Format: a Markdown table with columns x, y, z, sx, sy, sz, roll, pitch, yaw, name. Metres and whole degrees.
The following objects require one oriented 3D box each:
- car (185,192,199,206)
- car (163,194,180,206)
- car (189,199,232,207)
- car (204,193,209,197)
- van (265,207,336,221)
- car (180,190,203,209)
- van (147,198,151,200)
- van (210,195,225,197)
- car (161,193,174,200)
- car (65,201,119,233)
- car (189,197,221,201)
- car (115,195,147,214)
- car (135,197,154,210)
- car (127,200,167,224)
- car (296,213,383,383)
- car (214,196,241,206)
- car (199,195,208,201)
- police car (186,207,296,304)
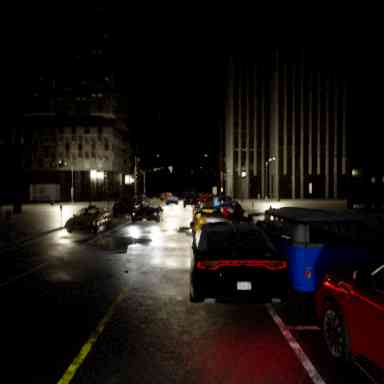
| x | y | z | sx | sy | sz | roll | pitch | yaw | name |
| --- | --- | --- | --- | --- | --- | --- | --- | --- | --- |
| -0.053 | 1.054 | 53.592 | 2.150 | 2.045 | 5.566 | 0 | 0 | 0 | car |
| -3.052 | 1.434 | 52.137 | 1.895 | 1.301 | 4.718 | 0 | 0 | 0 | car |
| 0.881 | 1.392 | 18.359 | 1.801 | 1.575 | 5.366 | 0 | 0 | 0 | car |
| 2.725 | 1.192 | 35.856 | 2.192 | 1.841 | 5.009 | 0 | 0 | 0 | car |
| 2.758 | 1.312 | 8.229 | 1.690 | 1.788 | 3.998 | 0 | 0 | 0 | van |
| -0.042 | 1.076 | 42.856 | 2.150 | 2.045 | 5.566 | 0 | 0 | 0 | car |
| -5.805 | 1.218 | 35.861 | 1.690 | 1.788 | 3.998 | 0 | 0 | 0 | van |
| 2.732 | 1.236 | 30.330 | 1.690 | 1.788 | 3.998 | 0 | 0 | 0 | van |
| -5.840 | 1.084 | 73.949 | 2.192 | 1.841 | 5.009 | 0 | 0 | 0 | car |
| -5.790 | 1.459 | 19.117 | 1.752 | 1.417 | 4.829 | 0 | 0 | 0 | car |
| 0.875 | 1.371 | 24.358 | 1.801 | 1.575 | 5.366 | 0 | 0 | 0 | car |
| -5.800 | 1.210 | 30.335 | 2.192 | 1.841 | 5.009 | 0 | 0 | 0 | car |
| -5.808 | 1.385 | 41.215 | 1.752 | 1.417 | 4.829 | 0 | 0 | 0 | car |
| -3.124 | 1.517 | 24.089 | 1.895 | 1.301 | 4.718 | 0 | 0 | 0 | car |
| 2.764 | 1.305 | 2.704 | 2.192 | 1.841 | 5.009 | 0 | 0 | 0 | car |
| 2.739 | 1.354 | 24.807 | 1.967 | 1.590 | 4.097 | 0 | 0 | 0 | car |
| 2.681 | 1.322 | 79.592 | 1.947 | 1.339 | 4.313 | 0 | 0 | 0 | car |
| 0.890 | 1.396 | 8.279 | 1.930 | 1.638 | 5.238 | 0 | 0 | 0 | police car |
